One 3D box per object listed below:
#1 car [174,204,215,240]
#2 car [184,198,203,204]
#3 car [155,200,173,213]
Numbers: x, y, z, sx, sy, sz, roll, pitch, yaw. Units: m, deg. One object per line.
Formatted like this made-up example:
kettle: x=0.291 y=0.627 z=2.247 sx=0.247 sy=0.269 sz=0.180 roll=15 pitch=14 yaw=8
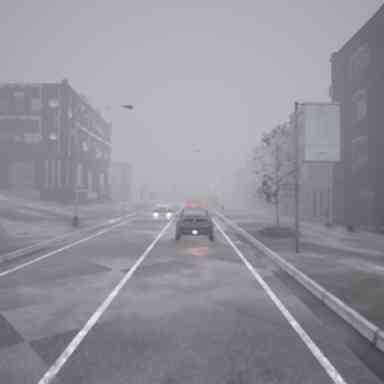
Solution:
car: x=0.132 y=1.584 z=17.512 sx=1.837 sy=1.490 sz=4.892 roll=0 pitch=0 yaw=0
car: x=0.171 y=1.558 z=38.311 sx=2.097 sy=1.767 sz=4.553 roll=0 pitch=0 yaw=0
car: x=-3.424 y=1.746 z=40.871 sx=1.812 sy=1.442 sz=4.674 roll=0 pitch=0 yaw=0
